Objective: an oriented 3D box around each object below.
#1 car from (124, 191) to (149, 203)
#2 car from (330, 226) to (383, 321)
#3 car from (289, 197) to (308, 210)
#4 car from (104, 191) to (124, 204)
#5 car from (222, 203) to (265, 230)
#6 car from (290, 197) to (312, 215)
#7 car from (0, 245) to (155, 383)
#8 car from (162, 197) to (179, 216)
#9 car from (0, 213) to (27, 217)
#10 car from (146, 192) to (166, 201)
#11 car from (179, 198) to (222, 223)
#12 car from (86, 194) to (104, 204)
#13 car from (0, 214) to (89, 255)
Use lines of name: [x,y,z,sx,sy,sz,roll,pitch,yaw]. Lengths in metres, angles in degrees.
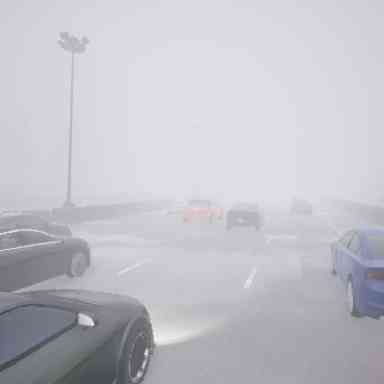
car: [-8.489,0.922,54.717,2.150,2.045,5.566,0,0,17]
car: [4.181,1.472,7.138,1.882,1.535,5.008,0,0,17]
car: [13.116,1.325,41.055,2.033,1.411,5.357,0,0,17]
car: [-11.838,0.918,55.723,2.150,2.045,5.566,0,0,17]
car: [3.406,1.407,20.644,1.882,1.535,5.008,0,0,17]
car: [10.285,1.411,31.487,1.994,1.385,4.181,0,0,17]
car: [-1.907,1.562,2.942,1.994,1.385,4.181,0,0,17]
car: [-0.909,1.389,30.615,1.812,1.442,4.674,0,0,17]
car: [-6.436,1.501,12.198,1.812,1.442,4.674,0,0,17]
car: [-5.243,1.233,53.359,1.812,1.442,4.674,0,0,17]
car: [0.963,1.256,24.679,2.097,1.767,4.553,0,0,17]
car: [-15.592,1.054,55.368,2.097,1.767,4.553,0,0,17]
car: [-4.211,1.482,7.444,2.128,1.511,4.902,0,0,17]
